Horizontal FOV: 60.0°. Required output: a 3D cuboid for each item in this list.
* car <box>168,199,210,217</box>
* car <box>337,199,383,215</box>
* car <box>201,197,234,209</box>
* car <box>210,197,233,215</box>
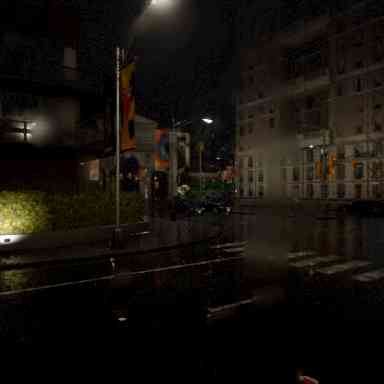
[{"bbox_3d":[-0.655,1.526,32.093,1.812,1.442,4.674,0,0,-35],"label":"car"},{"bbox_3d":[17.219,1.504,33.455,4.892,1.490,1.837,0,2,45],"label":"car"},{"bbox_3d":[3.516,1.478,46.457,1.882,1.535,5.008,0,0,-35],"label":"car"},{"bbox_3d":[2.136,1.491,34.211,2.128,1.511,4.902,0,0,-35],"label":"car"}]
